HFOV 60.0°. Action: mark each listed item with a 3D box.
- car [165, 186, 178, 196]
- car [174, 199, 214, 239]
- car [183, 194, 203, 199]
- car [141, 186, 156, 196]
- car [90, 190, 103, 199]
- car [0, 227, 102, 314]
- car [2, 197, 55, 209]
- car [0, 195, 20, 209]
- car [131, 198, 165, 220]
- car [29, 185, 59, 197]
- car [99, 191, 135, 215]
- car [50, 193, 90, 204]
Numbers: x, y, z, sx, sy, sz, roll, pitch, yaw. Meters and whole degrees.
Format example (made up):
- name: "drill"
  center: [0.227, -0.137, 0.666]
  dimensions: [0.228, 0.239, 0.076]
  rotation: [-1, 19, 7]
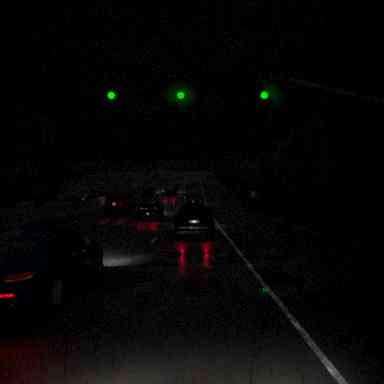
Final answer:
- name: "car"
  center: [-3.373, -0.288, 53.551]
  dimensions: [1.812, 1.442, 4.674]
  rotation: [0, 7, 1]
- name: "car"
  center: [0.103, 1.414, 17.356]
  dimensions: [2.033, 1.649, 4.856]
  rotation: [0, 0, 0]
- name: "car"
  center: [0.122, 0.972, 37.420]
  dimensions: [2.097, 1.767, 4.553]
  rotation: [0, 3, 0]
- name: "car"
  center: [-6.877, -0.199, 53.006]
  dimensions: [2.033, 1.411, 5.357]
  rotation: [0, 7, 1]
- name: "car"
  center: [-13.934, 0.366, 48.422]
  dimensions: [1.895, 1.301, 4.718]
  rotation: [0, 6, 1]
- name: "car"
  center: [-3.411, 1.519, 7.453]
  dimensions: [1.812, 1.442, 4.674]
  rotation: [0, 0, 0]
- name: "car"
  center: [-14.042, 1.457, 28.946]
  dimensions: [1.812, 1.442, 4.674]
  rotation: [0, 1, 0]
- name: "car"
  center: [-21.018, 1.110, 37.201]
  dimensions: [1.882, 1.535, 5.008]
  rotation: [0, 3, 1]
- name: "car"
  center: [-3.399, 1.441, 27.919]
  dimensions: [2.128, 1.511, 4.902]
  rotation: [0, 1, 0]
- name: "car"
  center: [-20.952, 0.096, 47.316]
  dimensions: [2.150, 2.045, 5.566]
  rotation: [0, 6, 1]
- name: "car"
  center: [-6.893, 1.077, 32.110]
  dimensions: [2.150, 2.045, 5.566]
  rotation: [0, 2, 0]
- name: "car"
  center: [-13.999, 1.108, 38.489]
  dimensions: [2.033, 1.411, 5.357]
  rotation: [0, 3, 1]
